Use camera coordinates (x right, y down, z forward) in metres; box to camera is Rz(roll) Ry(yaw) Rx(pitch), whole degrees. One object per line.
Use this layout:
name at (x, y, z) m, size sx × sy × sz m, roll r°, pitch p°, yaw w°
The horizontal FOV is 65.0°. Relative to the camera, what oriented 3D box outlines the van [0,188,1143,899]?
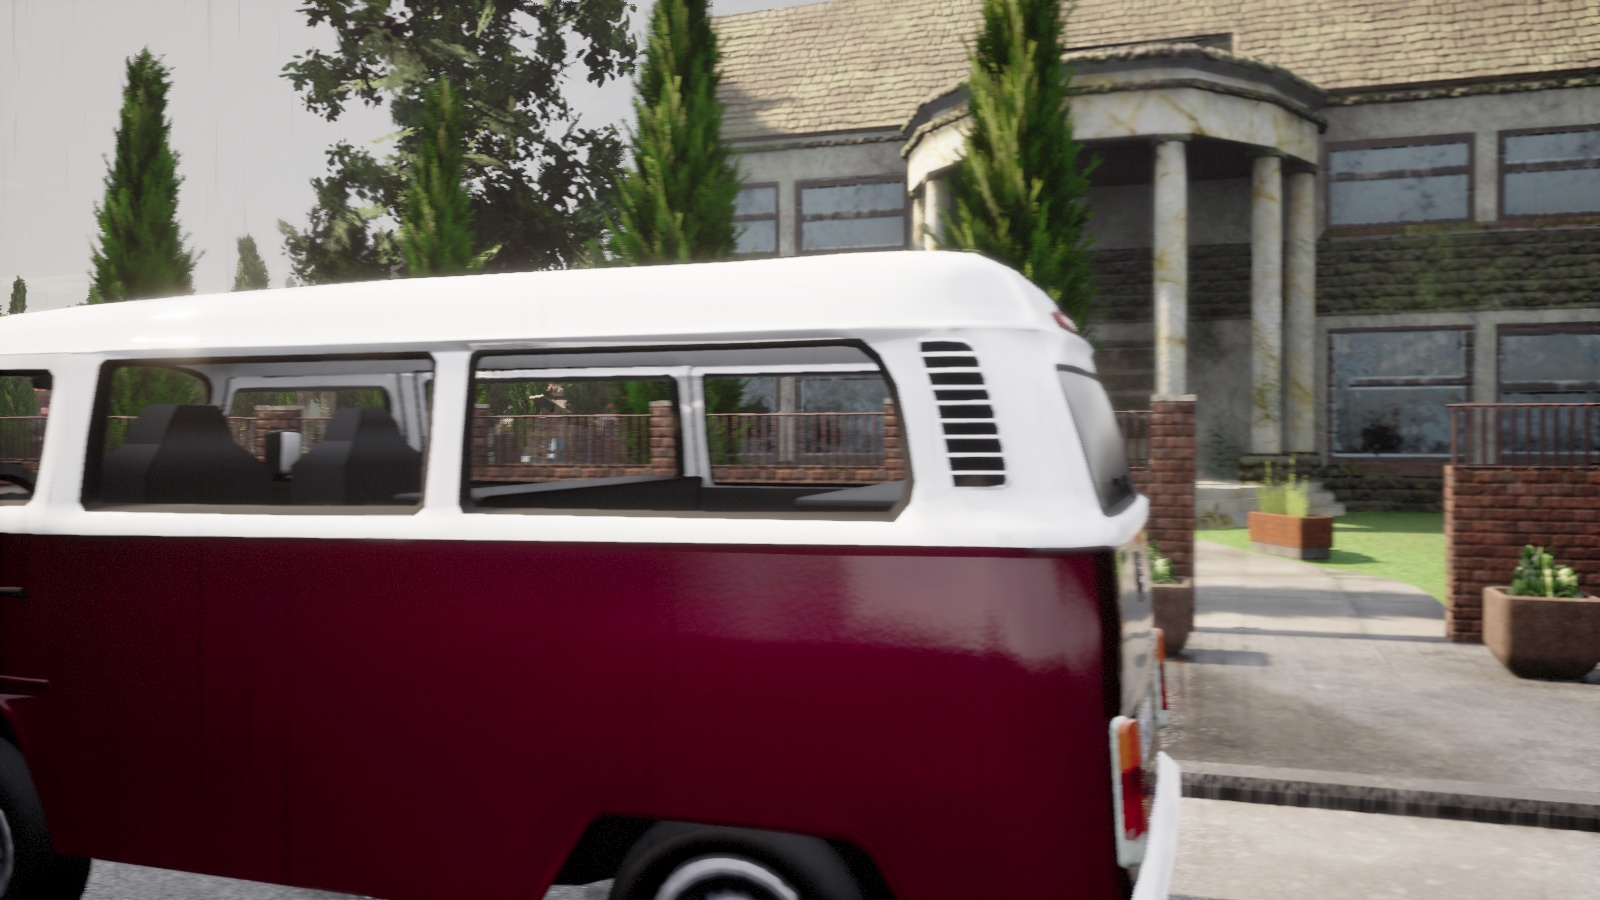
van at (-1.257, 0.479, 4.140) m, size 4.480 × 2.038 × 2.069 m, roll 1°, pitch 1°, yaw 19°
